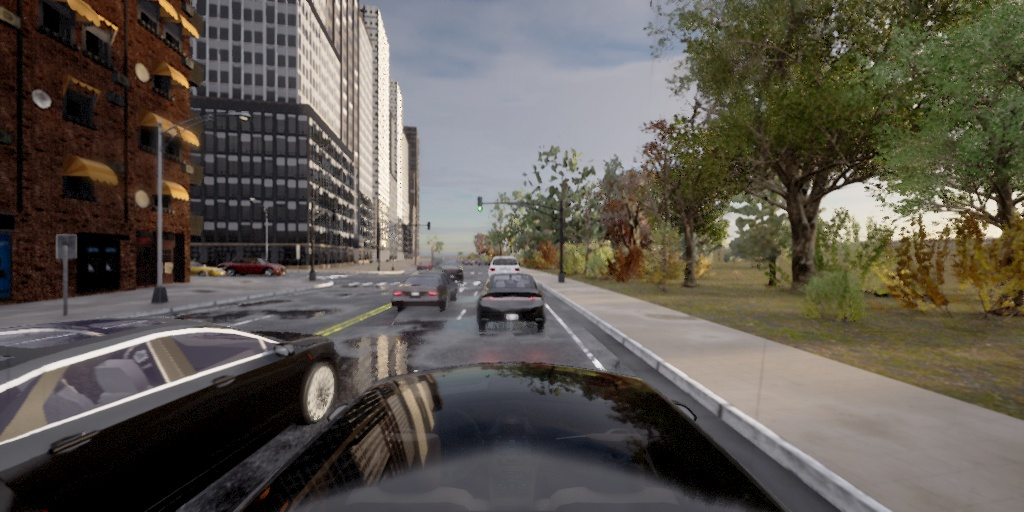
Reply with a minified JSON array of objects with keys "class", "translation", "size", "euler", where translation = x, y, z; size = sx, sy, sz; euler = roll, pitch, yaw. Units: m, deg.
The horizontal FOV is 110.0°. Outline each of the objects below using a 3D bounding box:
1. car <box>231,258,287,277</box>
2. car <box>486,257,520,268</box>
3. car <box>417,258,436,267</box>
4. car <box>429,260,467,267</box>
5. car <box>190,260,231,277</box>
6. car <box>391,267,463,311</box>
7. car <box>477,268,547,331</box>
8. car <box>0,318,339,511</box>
[{"class":"car","translation":[-23.320,0.961,32.828],"size":[4.553,1.767,2.097],"euler":[1,0,-9]},{"class":"car","translation":[-0.581,1.075,26.038],"size":[2.150,2.045,5.566],"euler":[0,0,-3]},{"class":"car","translation":[-12.573,1.434,52.154],"size":[1.882,1.535,5.008],"euler":[0,0,-5]},{"class":"car","translation":[-5.134,1.341,28.215],"size":[1.882,1.535,5.008],"euler":[0,0,-19]},{"class":"car","translation":[-26.590,1.070,29.514],"size":[4.829,1.417,1.751],"euler":[0,0,-11]},{"class":"car","translation":[-3.383,1.355,14.781],"size":[2.033,1.411,5.357],"euler":[0,0,-2]},{"class":"car","translation":[-0.043,1.284,11.188],"size":[2.128,1.511,4.902],"euler":[0,0,-1]},{"class":"car","translation":[-3.195,1.247,2.838],"size":[2.128,1.511,4.902],"euler":[0,0,0]}]
